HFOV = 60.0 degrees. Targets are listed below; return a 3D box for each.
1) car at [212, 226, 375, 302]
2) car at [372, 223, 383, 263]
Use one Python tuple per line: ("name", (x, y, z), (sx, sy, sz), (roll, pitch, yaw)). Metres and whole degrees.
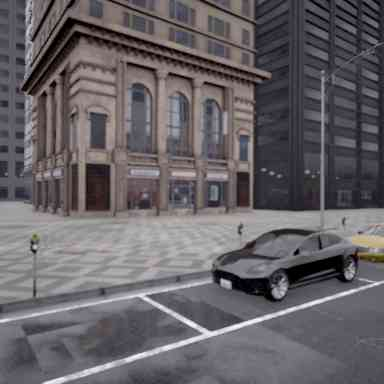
("car", (2.511, 1.633, 8.447), (4.313, 1.339, 1.947), (1, -1, -36))
("car", (6.963, 1.648, 11.626), (4.829, 1.417, 1.752), (1, -1, -36))
